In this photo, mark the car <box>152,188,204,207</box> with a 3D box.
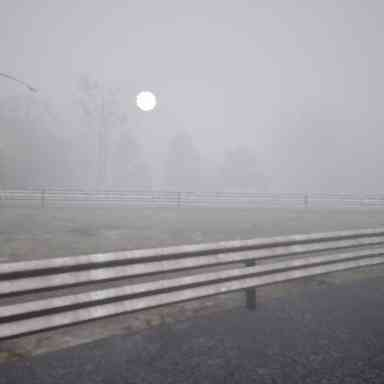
[{"bbox_3d":[-1.321,0.539,31.176,5.008,1.535,1.882,1,0,-5],"label":"car"}]

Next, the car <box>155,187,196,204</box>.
[{"bbox_3d":[-1.956,0.394,38.147,4.553,1.767,2.097,1,0,-5],"label":"car"}]

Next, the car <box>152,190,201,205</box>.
[{"bbox_3d":[-1.638,0.557,34.662,4.902,1.511,2.128,1,0,-5],"label":"car"}]
